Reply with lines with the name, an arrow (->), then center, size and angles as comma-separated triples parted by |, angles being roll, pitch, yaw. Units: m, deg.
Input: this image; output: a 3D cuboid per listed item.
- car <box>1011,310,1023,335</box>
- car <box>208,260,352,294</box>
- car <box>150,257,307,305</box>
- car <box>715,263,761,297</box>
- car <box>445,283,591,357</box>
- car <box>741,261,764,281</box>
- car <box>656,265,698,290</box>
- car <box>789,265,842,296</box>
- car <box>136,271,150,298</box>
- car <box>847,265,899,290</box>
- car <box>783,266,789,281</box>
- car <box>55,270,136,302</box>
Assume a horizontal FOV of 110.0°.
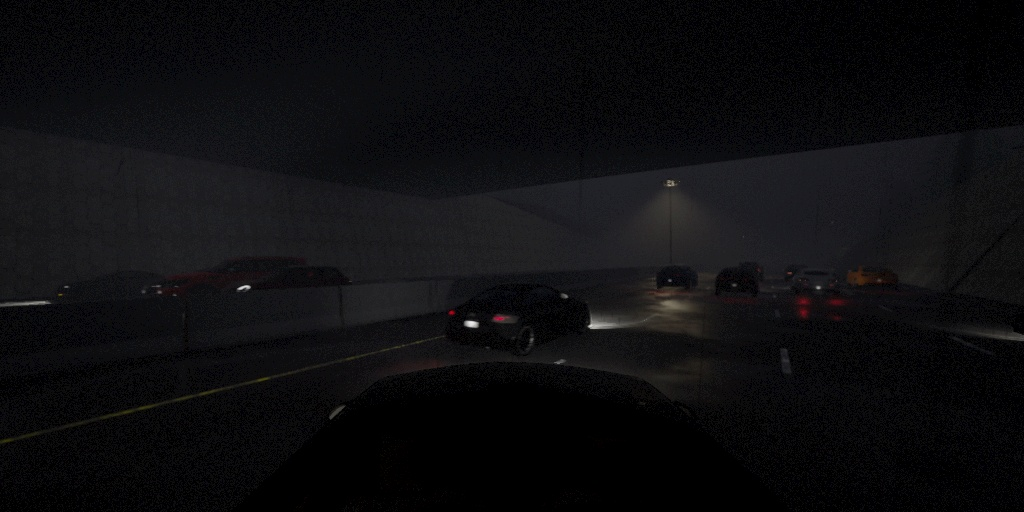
car -> 11.211, 1.329, 6.032 | 2.033, 1.411, 5.357 | 0, 0, 36
car -> -8.870, 1.178, 14.396 | 2.097, 1.767, 4.553 | 0, 0, 36
car -> -11.972, 1.057, 16.076 | 2.150, 2.045, 5.566 | 0, 0, 36
car -> 12.748, 1.349, 20.237 | 1.882, 1.535, 5.008 | 0, 0, 35
car -> 0.342, 1.359, 8.883 | 1.994, 1.385, 4.181 | 0, 0, 36
car -> 21.499, 1.304, 32.501 | 2.097, 1.767, 4.553 | 0, 0, 36
car -> 11.125, 1.372, 23.986 | 1.882, 1.535, 5.008 | 0, 0, 36
car -> 17.083, 1.399, 20.295 | 1.812, 1.442, 4.674 | 0, 0, 36
car -> -14.943, 1.338, 17.937 | 2.128, 1.511, 4.902 | 0, 0, 36
car -> 24.127, 1.378, 24.133 | 1.882, 1.535, 5.008 | 0, 0, 36
car -> 25.303, 1.496, 31.801 | 2.033, 1.411, 5.357 | 0, 0, 36
car -> -19.332, 1.408, 17.816 | 1.994, 1.385, 4.181 | 0, 0, 36
